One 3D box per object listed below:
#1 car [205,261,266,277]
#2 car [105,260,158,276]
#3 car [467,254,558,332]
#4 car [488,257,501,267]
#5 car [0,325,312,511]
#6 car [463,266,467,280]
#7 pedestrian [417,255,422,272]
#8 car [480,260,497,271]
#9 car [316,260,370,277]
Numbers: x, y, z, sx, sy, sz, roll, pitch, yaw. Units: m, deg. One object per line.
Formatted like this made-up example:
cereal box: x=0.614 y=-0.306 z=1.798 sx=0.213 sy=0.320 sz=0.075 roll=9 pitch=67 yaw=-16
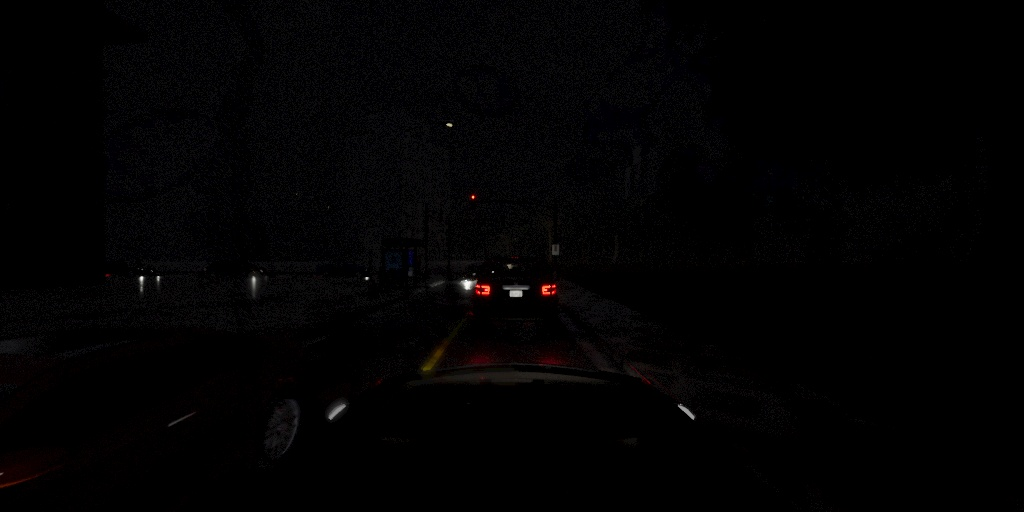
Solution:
car: x=-25.346 y=1.174 z=32.938 sx=4.892 sy=1.490 sz=1.837 roll=0 pitch=1 yaw=1
car: x=-35.719 y=1.144 z=33.213 sx=4.892 sy=1.490 sz=1.837 roll=0 pitch=1 yaw=2
car: x=0.098 y=0.968 z=10.992 sx=2.150 sy=2.045 sz=5.566 roll=0 pitch=0 yaw=0
car: x=-3.058 y=1.023 z=63.882 sx=2.097 sy=1.767 sz=4.553 roll=0 pitch=0 yaw=0
car: x=-3.100 y=1.275 z=2.164 sx=1.812 sy=1.442 sz=4.674 roll=0 pitch=0 yaw=0
car: x=-3.092 y=1.293 z=31.239 sx=1.994 sy=1.385 sz=4.181 roll=0 pitch=0 yaw=0
pedestrian: x=-10.075 y=0.798 z=38.781 sx=0.375 sy=1.860 sz=0.375 roll=0 pitch=0 yaw=1
car: x=-3.087 y=1.246 z=48.247 sx=2.033 sy=1.411 sz=5.357 roll=0 pitch=0 yaw=0
car: x=-15.160 y=1.175 z=32.680 sx=5.008 sy=1.535 sz=1.882 roll=0 pitch=1 yaw=0
